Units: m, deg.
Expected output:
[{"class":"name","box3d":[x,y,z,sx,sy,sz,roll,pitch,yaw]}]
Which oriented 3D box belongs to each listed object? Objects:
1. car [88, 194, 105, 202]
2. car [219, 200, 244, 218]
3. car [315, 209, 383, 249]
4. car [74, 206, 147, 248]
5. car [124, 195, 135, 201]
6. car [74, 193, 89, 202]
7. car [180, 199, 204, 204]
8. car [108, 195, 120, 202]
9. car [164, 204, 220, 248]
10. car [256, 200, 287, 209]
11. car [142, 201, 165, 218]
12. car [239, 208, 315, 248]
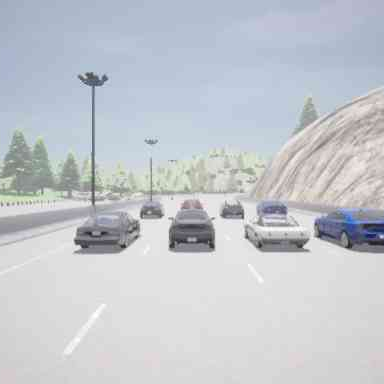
[{"class":"car","box3d":[-21.000,1.488,74.673,2.033,1.411,5.357,0,0,0]},{"class":"car","box3d":[3.500,1.493,29.650,2.128,1.511,4.902,0,0,0]},{"class":"car","box3d":[7.000,1.482,14.650,1.882,1.535,5.008,0,0,0]},{"class":"car","box3d":[-3.500,1.560,14.650,2.033,1.411,5.357,0,0,0]},{"class":"car","box3d":[-14.000,1.426,74.673,1.882,1.535,5.008,0,0,0]},{"class":"car","box3d":[-24.500,1.173,74.643,2.150,2.045,5.566,0,0,0]},{"class":"car","box3d":[0.000,1.364,29.620,2.097,1.767,4.553,0,0,0]},{"class":"car","box3d":[-17.500,1.448,74.673,1.837,1.490,4.892,0,0,0]},{"class":"car","box3d":[0.000,1.514,14.650,1.837,1.490,4.892,0,0,0]},{"class":"car","box3d":[7.000,1.482,29.650,1.882,1.535,5.008,0,0,0]},{"class":"car","box3d":[-3.500,1.530,29.650,1.812,1.442,4.674,0,0,0]},{"class":"car","box3d":[3.500,1.613,14.680,1.895,1.301,4.718,0,0,0]}]
